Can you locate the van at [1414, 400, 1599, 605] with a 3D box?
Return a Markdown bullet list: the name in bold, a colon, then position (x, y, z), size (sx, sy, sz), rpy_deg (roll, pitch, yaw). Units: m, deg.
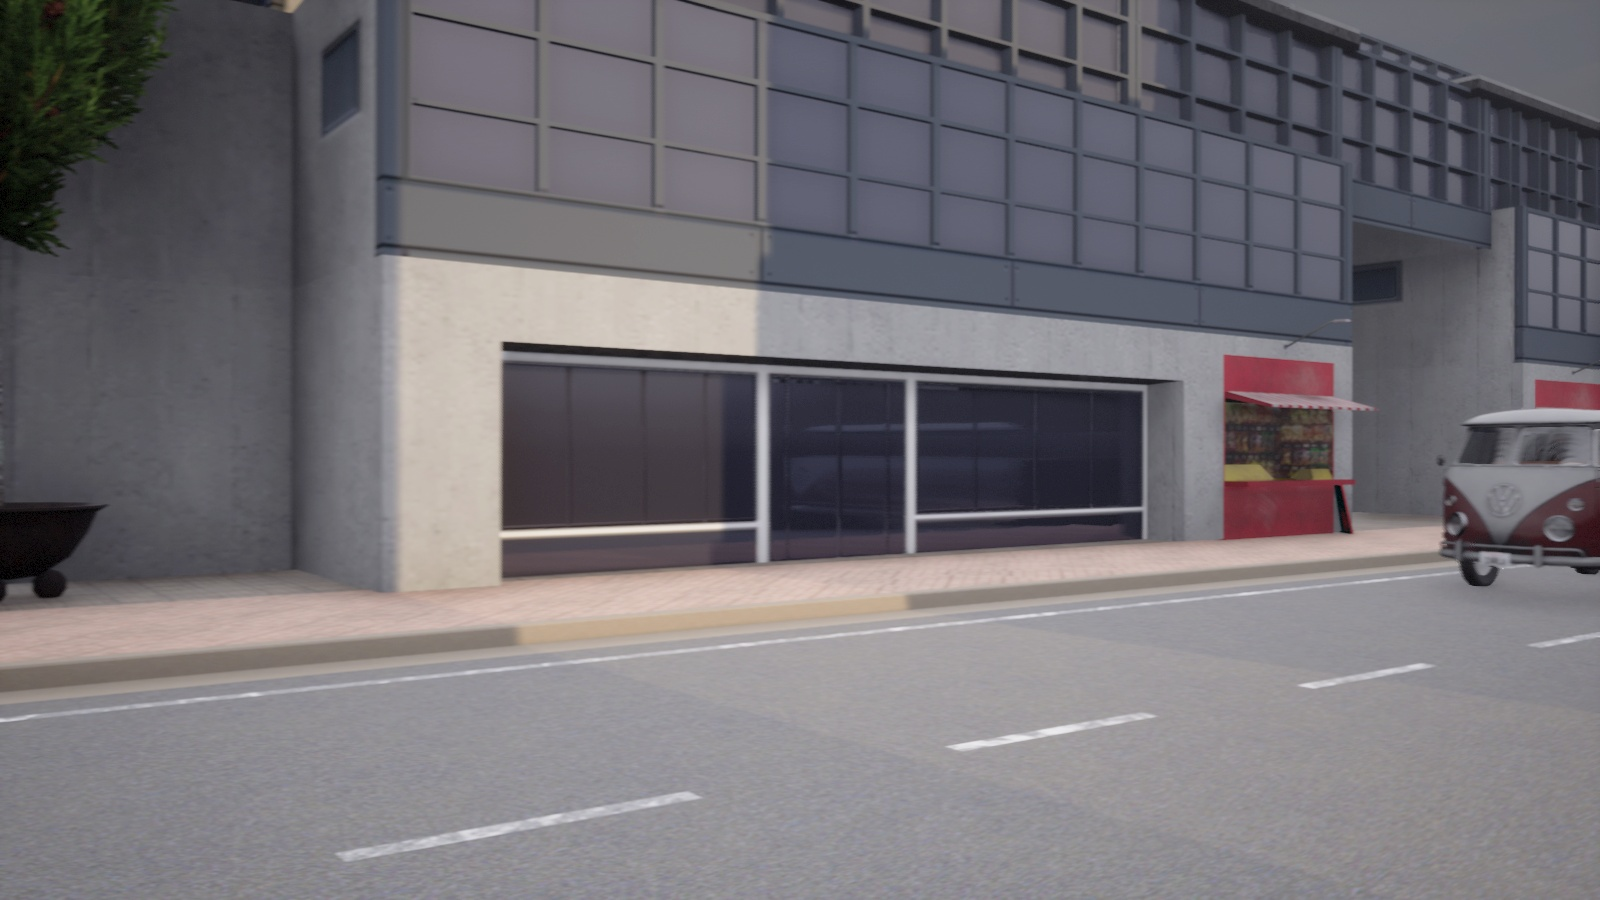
- **van**: position (9.035, 0.513, 14.205), size (4.442, 1.987, 1.775), rpy_deg (0, 0, -34)
